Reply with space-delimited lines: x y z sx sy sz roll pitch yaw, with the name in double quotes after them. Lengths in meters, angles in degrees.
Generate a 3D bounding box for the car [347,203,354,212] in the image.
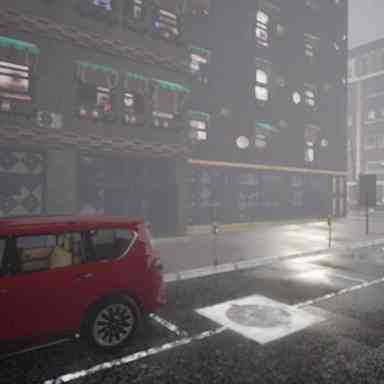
12.031 1.224 31.483 2.192 1.841 5.009 1 0 -36 "car"

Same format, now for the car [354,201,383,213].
18.838 1.550 36.365 1.887 1.381 4.507 1 0 -36 "car"

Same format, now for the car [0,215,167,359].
-2.724 1.315 4.612 5.009 1.841 2.192 0 1 -35 "car"
